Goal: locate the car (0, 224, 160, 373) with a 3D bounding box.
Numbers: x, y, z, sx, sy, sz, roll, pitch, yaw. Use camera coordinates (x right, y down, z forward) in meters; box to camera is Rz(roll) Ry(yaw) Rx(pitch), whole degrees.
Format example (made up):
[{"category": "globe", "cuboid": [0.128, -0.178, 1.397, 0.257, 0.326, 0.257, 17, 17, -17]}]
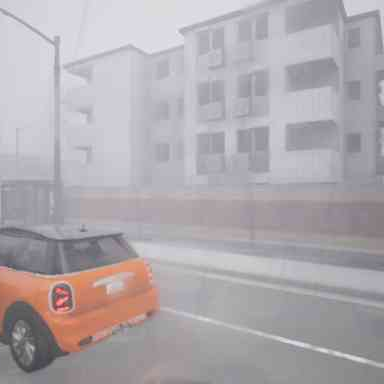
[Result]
[{"category": "car", "cuboid": [-2.804, 1.355, 5.895, 4.553, 1.767, 2.097, 0, 0, 36]}]
